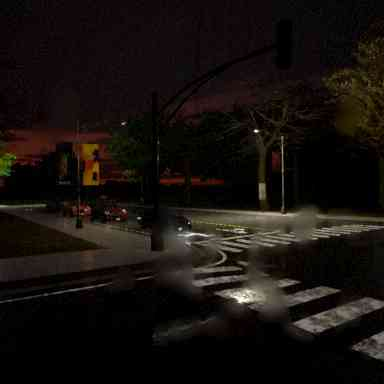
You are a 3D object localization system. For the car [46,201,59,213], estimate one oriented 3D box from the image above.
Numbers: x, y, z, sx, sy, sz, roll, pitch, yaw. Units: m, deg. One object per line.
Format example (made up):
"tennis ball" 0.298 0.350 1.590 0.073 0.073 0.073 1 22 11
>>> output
"car" -18.865 2.037 46.116 1.882 1.535 5.008 -1 0 -35

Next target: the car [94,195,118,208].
"car" -15.047 1.655 57.910 2.150 2.045 5.566 -1 0 -35

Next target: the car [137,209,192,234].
"car" -2.010 1.820 22.034 2.033 1.411 5.357 -1 0 -29

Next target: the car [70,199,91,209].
"car" -19.666 2.081 58.679 2.033 1.411 5.357 -1 0 -35

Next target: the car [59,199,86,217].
"car" -13.112 1.813 37.810 2.097 1.767 4.553 -1 0 -35

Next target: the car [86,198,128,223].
"car" -7.505 1.718 29.789 2.097 1.767 4.553 -1 0 -35

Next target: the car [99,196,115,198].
"car" -13.807 1.784 50.366 2.097 1.767 4.553 -1 0 -35

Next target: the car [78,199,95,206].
"car" -21.160 2.102 66.658 1.994 1.385 4.181 -1 0 -35
